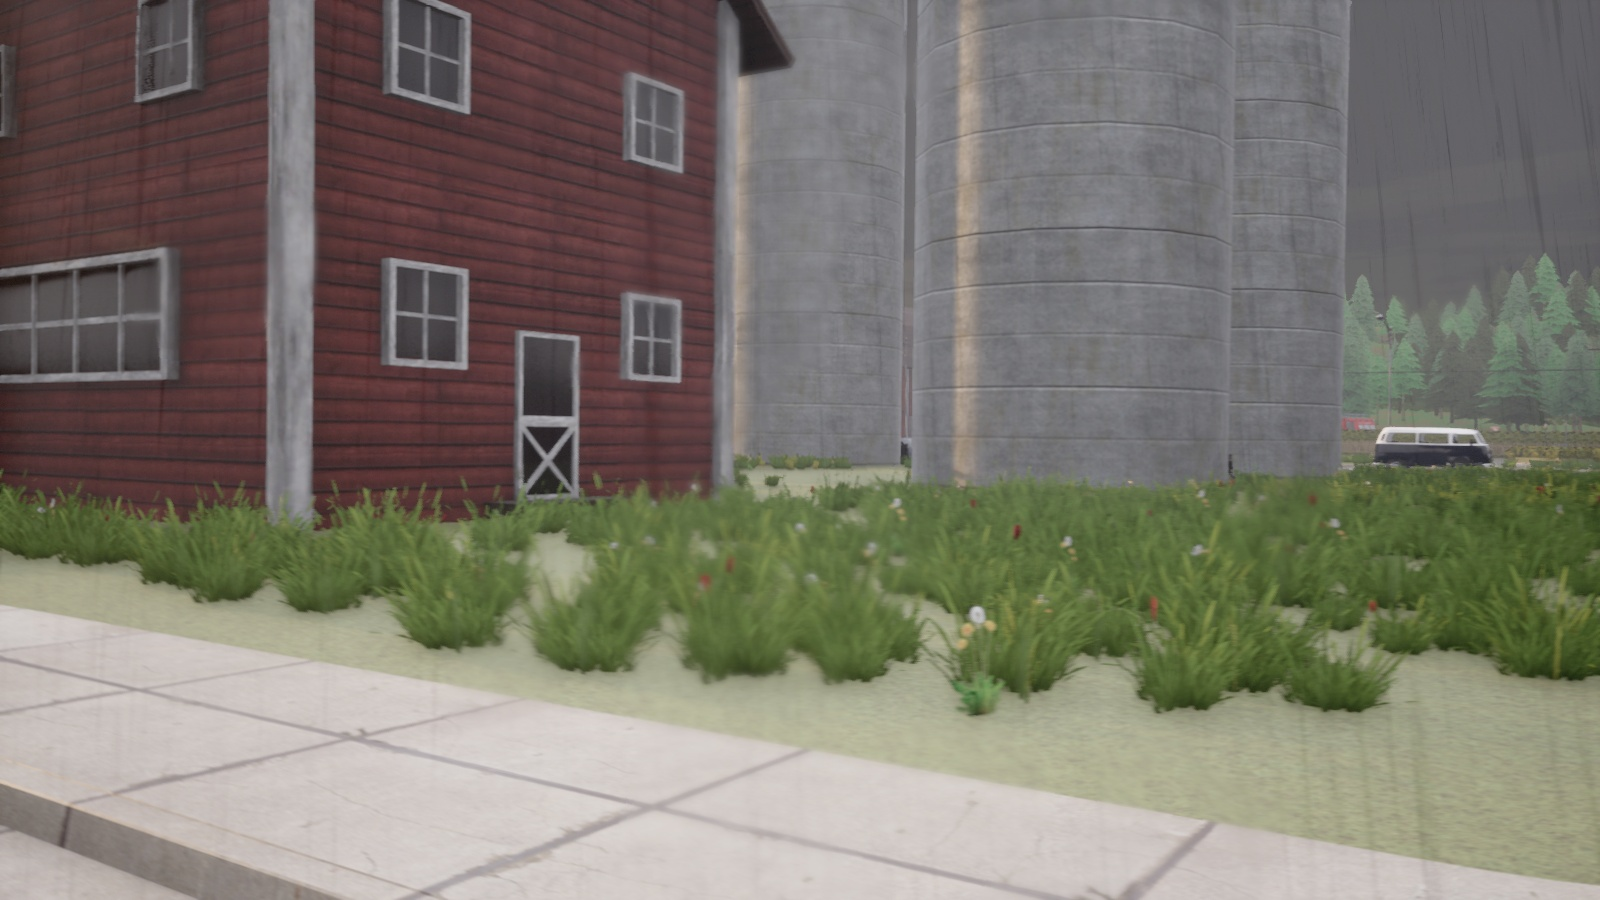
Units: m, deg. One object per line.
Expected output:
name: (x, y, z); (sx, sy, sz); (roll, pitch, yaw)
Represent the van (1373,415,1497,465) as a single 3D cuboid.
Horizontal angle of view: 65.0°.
van: (26.757, -0.416, 52.952); (4.480, 2.038, 2.069); (0, 1, 34)
